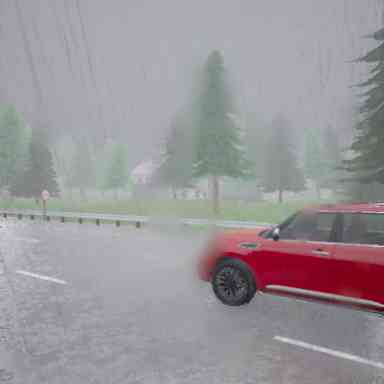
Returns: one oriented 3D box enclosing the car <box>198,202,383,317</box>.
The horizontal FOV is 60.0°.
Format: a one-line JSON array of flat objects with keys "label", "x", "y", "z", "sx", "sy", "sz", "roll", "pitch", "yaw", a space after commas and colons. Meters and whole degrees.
[{"label": "car", "x": 2.786, "y": 1.202, "z": 6.229, "sx": 5.566, "sy": 2.045, "sz": 2.150, "roll": 0, "pitch": 0, "yaw": 36}]
